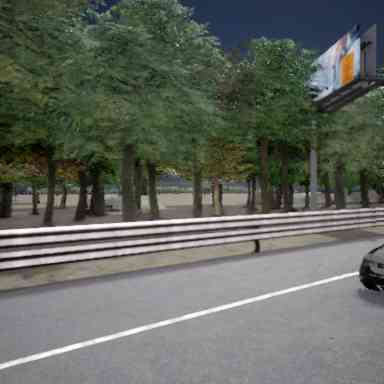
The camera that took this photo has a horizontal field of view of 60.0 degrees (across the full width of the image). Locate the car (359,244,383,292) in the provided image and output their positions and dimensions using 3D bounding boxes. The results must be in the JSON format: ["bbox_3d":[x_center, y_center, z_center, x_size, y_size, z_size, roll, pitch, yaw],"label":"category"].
[{"bbox_3d":[5.756,1.532,7.675,4.181,1.385,1.994,0,0,-34],"label":"car"}]
